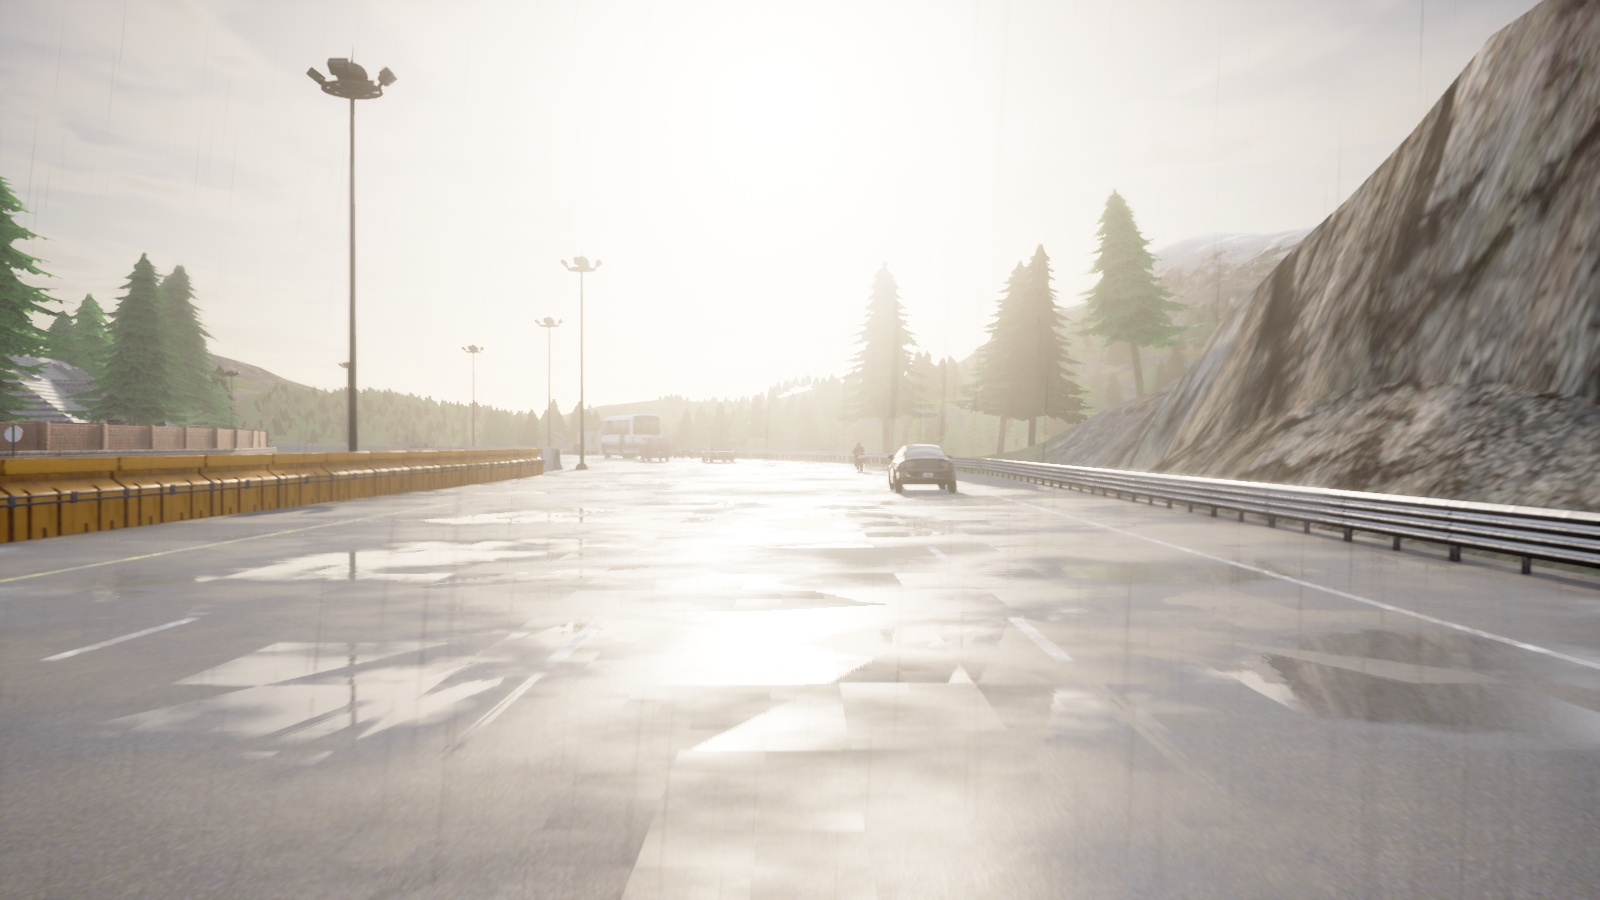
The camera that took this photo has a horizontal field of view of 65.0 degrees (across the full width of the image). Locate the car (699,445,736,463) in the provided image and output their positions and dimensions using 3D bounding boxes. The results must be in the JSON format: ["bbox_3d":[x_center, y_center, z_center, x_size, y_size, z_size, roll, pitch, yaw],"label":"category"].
[{"bbox_3d":[-6.335,0.302,95.801,1.895,1.301,4.718,0,0,-16],"label":"car"}]

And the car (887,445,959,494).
[{"bbox_3d":[3.759,0.554,39.175,1.812,1.442,4.674,0,0,0],"label":"car"}]
